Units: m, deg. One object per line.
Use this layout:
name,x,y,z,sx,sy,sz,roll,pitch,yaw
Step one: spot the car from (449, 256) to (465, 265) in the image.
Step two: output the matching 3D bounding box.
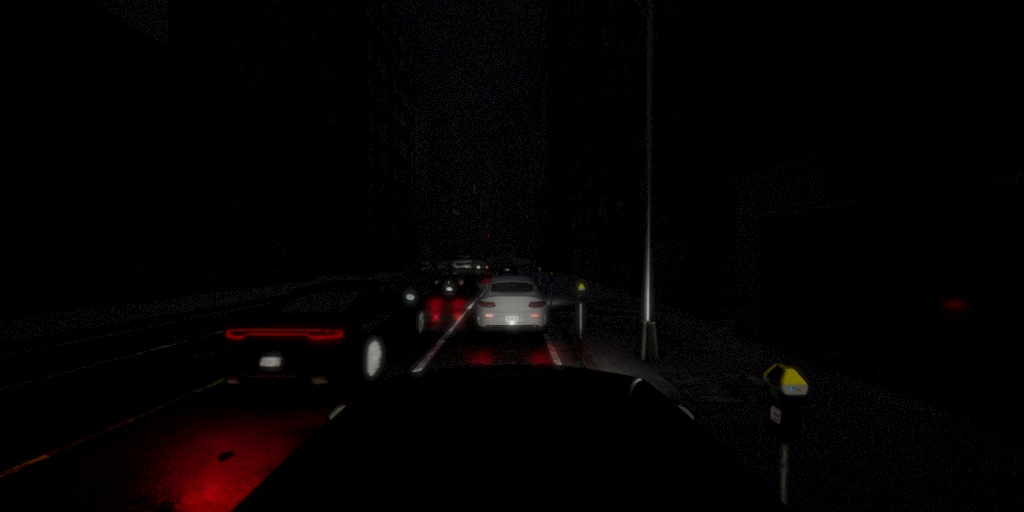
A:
car,-6.178,0.976,45.786,2.150,2.045,5.566,0,0,1

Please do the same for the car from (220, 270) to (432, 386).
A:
car,-3.146,1.226,7.146,1.882,1.535,5.008,0,0,0

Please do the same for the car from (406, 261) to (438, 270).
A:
car,-8.909,1.189,34.934,1.967,1.591,4.097,0,0,0

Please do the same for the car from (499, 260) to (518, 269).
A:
car,-0.383,1.315,34.934,1.948,1.339,4.313,0,0,0

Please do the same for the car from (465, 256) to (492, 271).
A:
car,-3.099,1.101,35.636,2.097,1.767,4.553,0,0,1

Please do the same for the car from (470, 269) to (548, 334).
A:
car,0.003,1.274,10.501,1.812,1.442,4.674,0,0,0

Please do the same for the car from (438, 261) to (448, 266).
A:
car,-8.909,1.316,40.439,1.948,1.339,4.313,0,0,0

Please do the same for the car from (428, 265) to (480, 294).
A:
car,-3.107,1.348,20.126,1.895,1.301,4.718,0,0,1
